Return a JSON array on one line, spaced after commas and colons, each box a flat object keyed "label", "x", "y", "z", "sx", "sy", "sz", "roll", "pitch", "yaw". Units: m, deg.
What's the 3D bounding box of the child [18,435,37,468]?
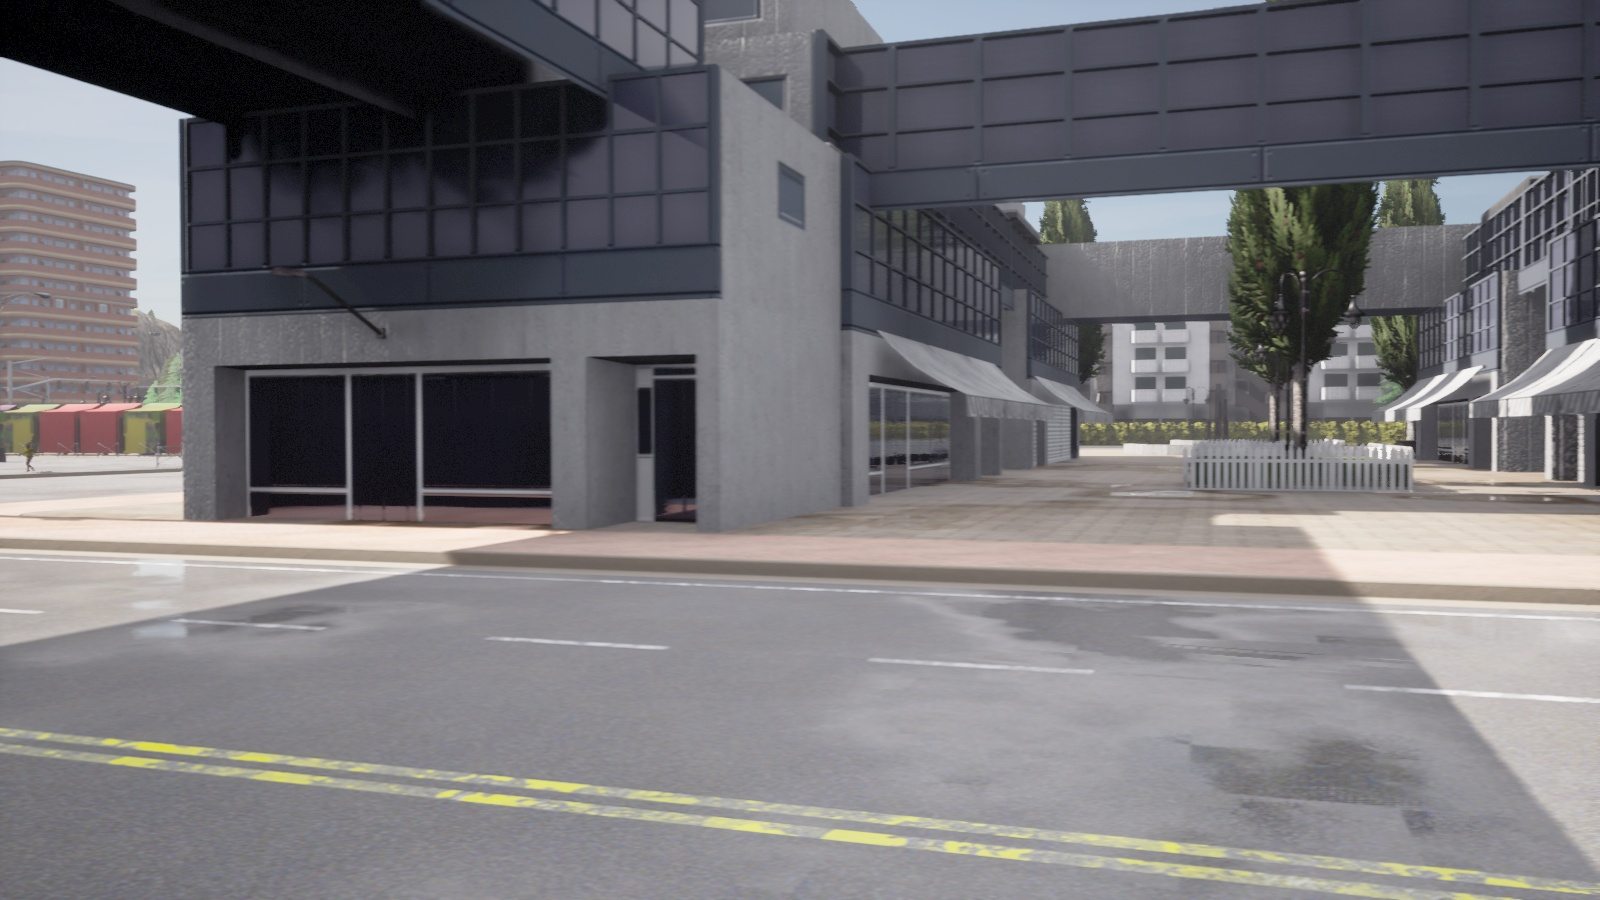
[{"label": "child", "x": -27.595, "y": 0.043, "z": 44.862, "sx": 0.299, "sy": 1.160, "sz": 0.473, "roll": 1, "pitch": 1, "yaw": 20}]
